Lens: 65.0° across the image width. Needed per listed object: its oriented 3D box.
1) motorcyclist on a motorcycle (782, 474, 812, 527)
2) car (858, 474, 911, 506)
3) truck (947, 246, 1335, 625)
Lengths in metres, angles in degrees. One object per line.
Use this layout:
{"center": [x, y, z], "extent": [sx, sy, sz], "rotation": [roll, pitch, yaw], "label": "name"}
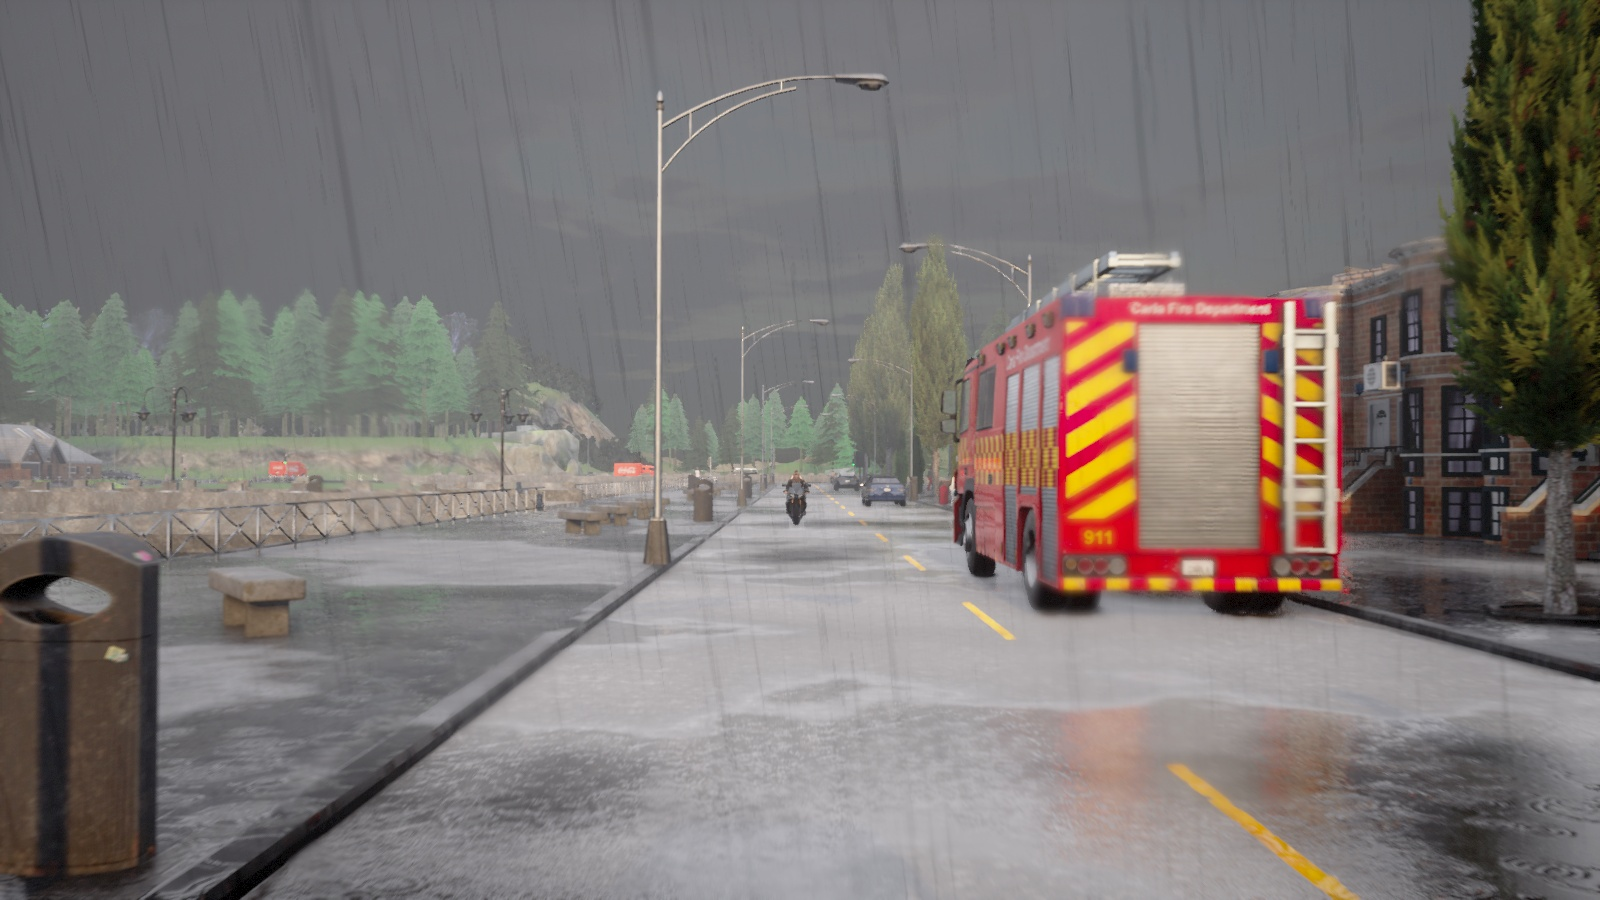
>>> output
{"center": [-0.096, 1.471, 37.070], "extent": [0.866, 1.530, 2.191], "rotation": [0, -1, 0], "label": "motorcyclist on a motorcycle"}
{"center": [3.849, 1.819, 58.090], "extent": [2.033, 1.411, 5.357], "rotation": [0, -1, 0], "label": "car"}
{"center": [3.951, -0.082, 16.976], "extent": [2.891, 3.827, 8.468], "rotation": [0, -1, 0], "label": "truck"}
